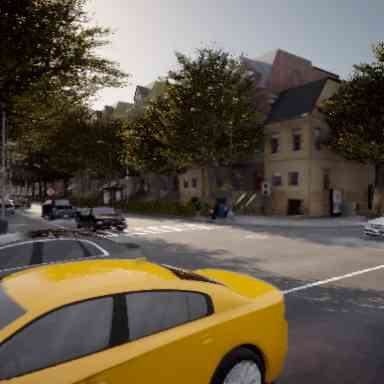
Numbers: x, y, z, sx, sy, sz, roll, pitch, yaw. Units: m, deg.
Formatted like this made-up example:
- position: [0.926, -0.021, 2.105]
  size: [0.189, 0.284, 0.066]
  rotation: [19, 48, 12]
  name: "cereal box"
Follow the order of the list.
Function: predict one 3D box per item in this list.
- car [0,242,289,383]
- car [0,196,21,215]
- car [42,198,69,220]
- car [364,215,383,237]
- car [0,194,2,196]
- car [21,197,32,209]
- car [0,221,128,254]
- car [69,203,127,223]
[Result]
- position: [-1.236, 1.480, 3.125]
  size: [5.008, 1.535, 1.882]
  rotation: [0, 0, -35]
  name: "car"
- position: [-18.786, 1.492, 32.890]
  size: [2.231, 1.521, 4.892]
  rotation: [0, 0, -35]
  name: "car"
- position: [-11.426, 1.372, 28.605]
  size: [2.097, 1.767, 4.553]
  rotation: [0, 0, -35]
  name: "car"
- position: [10.894, 1.573, 16.739]
  size: [4.674, 1.442, 1.812]
  rotation: [0, 0, -23]
  name: "car"
- position: [-26.604, 1.241, 44.956]
  size: [2.435, 2.045, 5.566]
  rotation: [0, 0, -35]
  name: "car"
- position: [-23.027, 1.525, 45.038]
  size: [1.837, 1.490, 4.892]
  rotation: [0, 0, -35]
  name: "car"
- position: [-3.187, 1.507, 6.016]
  size: [4.892, 1.490, 1.837]
  rotation: [0, 0, -36]
  name: "car"
- position: [-5.661, 1.566, 20.215]
  size: [2.033, 1.411, 5.357]
  rotation: [0, 0, -32]
  name: "car"
